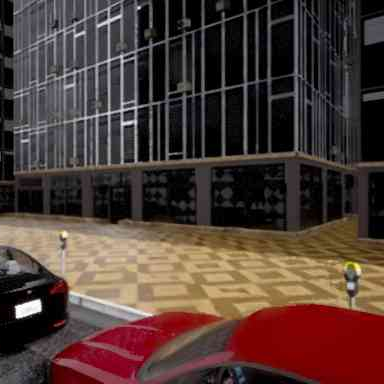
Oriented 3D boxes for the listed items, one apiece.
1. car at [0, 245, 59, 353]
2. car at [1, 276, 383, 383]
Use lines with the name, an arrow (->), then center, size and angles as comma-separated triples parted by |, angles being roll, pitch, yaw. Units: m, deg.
car -> -3.853, 1.592, 5.618 | 4.313, 1.339, 1.947 | 0, 0, 35
car -> 0.762, 1.547, 2.329 | 4.507, 1.381, 1.887 | 0, 0, 35
